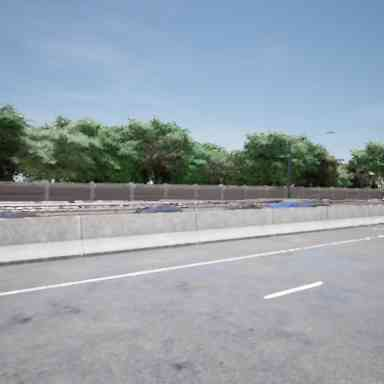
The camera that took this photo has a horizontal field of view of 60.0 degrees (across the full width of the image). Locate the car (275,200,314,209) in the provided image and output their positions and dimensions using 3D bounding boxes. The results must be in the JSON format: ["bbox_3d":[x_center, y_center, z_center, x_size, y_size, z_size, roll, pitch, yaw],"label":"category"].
[{"bbox_3d":[9.258,1.587,32.142,5.008,1.535,1.882,0,0,-35],"label":"car"}]

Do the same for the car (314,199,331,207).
[{"bbox_3d":[14.927,1.674,40.448,4.892,1.490,1.837,1,0,-36],"label":"car"}]

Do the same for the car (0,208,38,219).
[{"bbox_3d":[-10.988,1.550,17.650,5.357,1.411,2.033,0,0,-36],"label":"car"}]

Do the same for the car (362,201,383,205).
[{"bbox_3d":[19.172,1.661,34.876,5.008,1.535,1.882,0,0,-36],"label":"car"}]

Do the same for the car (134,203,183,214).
[{"bbox_3d":[-2.724,1.619,27.867,4.181,1.385,1.994,0,0,-36],"label":"car"}]

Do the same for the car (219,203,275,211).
[{"bbox_3d":[3.357,1.572,23.616,4.892,1.490,1.837,0,0,-36],"label":"car"}]
